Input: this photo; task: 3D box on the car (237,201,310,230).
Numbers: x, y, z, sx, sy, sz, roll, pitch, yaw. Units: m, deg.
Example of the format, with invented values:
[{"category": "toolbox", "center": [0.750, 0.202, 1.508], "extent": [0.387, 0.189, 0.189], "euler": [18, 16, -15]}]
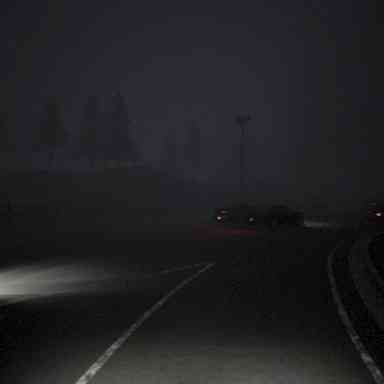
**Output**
[{"category": "car", "center": [5.471, 1.559, 21.943], "extent": [5.008, 1.535, 1.882], "euler": [0, 0, -42]}]

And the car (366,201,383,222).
[{"category": "car", "center": [15.411, 1.666, 26.083], "extent": [4.181, 1.385, 1.994], "euler": [0, 0, -42]}]

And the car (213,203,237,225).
[{"category": "car", "center": [3.717, 1.595, 25.067], "extent": [4.892, 1.490, 1.837], "euler": [1, -1, -42]}]

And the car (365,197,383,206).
[{"category": "car", "center": [34.105, 1.733, 61.410], "extent": [4.902, 1.511, 2.128], "euler": [0, 0, -42]}]

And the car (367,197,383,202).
[{"category": "car", "center": [24.458, 1.674, 43.473], "extent": [4.892, 1.490, 1.837], "euler": [0, 0, -42]}]

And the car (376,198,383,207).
[{"category": "car", "center": [32.595, 1.741, 55.507], "extent": [4.674, 1.442, 1.812], "euler": [0, 0, -42]}]

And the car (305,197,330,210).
[{"category": "car", "center": [17.468, 1.527, 46.630], "extent": [4.553, 1.767, 2.097], "euler": [0, 0, -42]}]
